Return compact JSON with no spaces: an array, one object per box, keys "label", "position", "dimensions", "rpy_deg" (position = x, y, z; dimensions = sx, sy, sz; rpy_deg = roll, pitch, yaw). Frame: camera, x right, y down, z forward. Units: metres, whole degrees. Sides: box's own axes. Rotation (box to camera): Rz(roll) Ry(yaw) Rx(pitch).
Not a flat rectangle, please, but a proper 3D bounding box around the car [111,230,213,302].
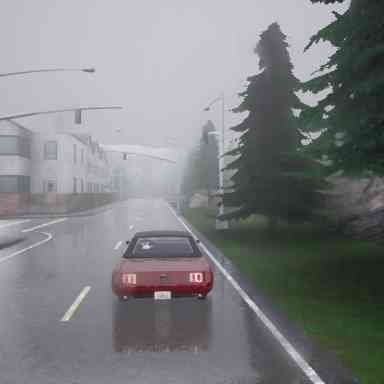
[{"label":"car","position":[-0.719,1.601,8.291],"dimensions":[1.895,1.301,4.718],"rpy_deg":[0,0,-5]}]
